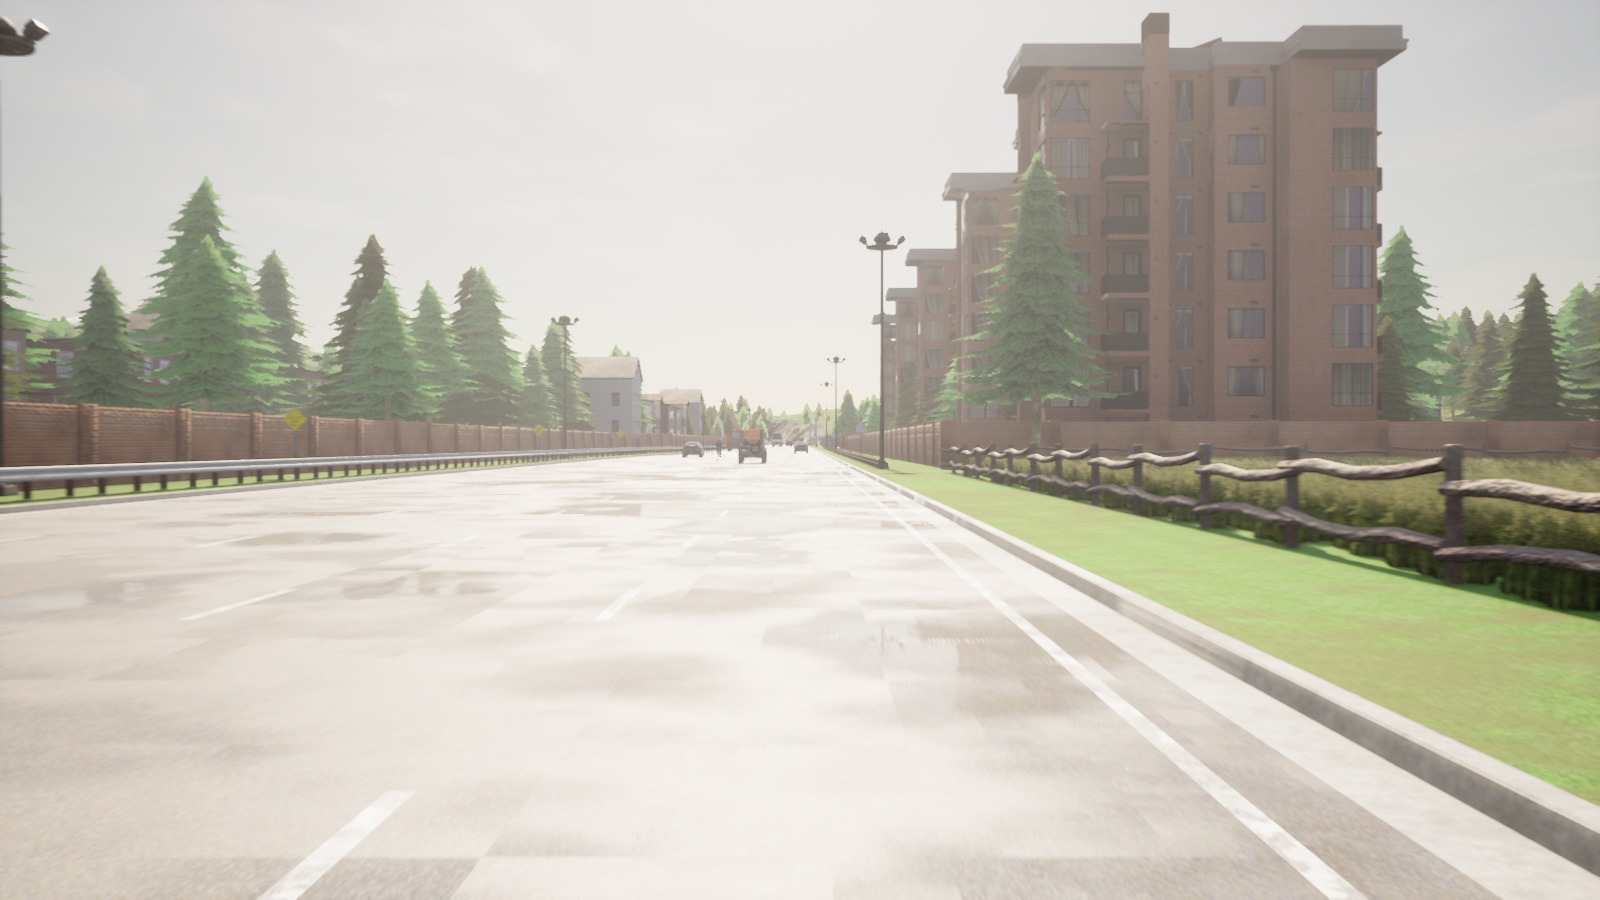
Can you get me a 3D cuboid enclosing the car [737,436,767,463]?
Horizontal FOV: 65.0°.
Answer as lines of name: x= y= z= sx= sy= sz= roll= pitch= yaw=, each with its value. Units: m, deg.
car: x=-3.349 y=-0.018 z=88.751 sx=1.932 sy=1.855 sz=4.605 roll=0 pitch=0 yaw=0
